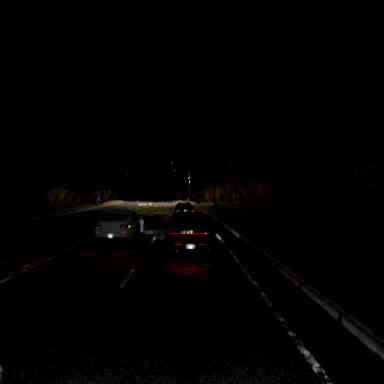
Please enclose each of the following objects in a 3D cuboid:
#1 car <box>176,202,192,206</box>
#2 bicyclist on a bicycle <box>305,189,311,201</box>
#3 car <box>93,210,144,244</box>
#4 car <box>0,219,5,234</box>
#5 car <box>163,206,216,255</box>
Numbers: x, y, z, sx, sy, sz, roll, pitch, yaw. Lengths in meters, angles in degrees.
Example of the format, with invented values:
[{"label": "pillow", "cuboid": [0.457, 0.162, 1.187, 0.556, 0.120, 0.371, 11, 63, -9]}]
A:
[{"label": "car", "cuboid": [-0.727, 1.672, 30.770, 2.033, 1.411, 5.357, 0, 0, -3]}, {"label": "bicyclist on a bicycle", "cuboid": [16.433, 0.437, 47.221, 0.582, 1.620, 1.656, -2, -1, -4]}, {"label": "car", "cuboid": [-3.413, 1.580, 15.966, 1.812, 1.442, 4.674, 0, 0, -2]}, {"label": "car", "cuboid": [-10.050, 1.595, 13.981, 2.033, 1.411, 5.357, 0, 0, -1]}, {"label": "car", "cuboid": [-0.098, 1.549, 13.419, 1.837, 1.490, 4.892, 0, 0, -1]}]
